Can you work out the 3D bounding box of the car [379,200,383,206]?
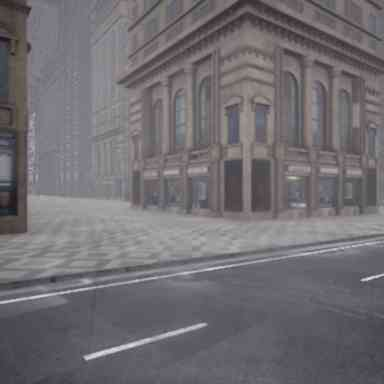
[{"bbox_3d":[34.355,1.953,58.767,1.752,1.417,4.829,0,0,-36],"label":"car"}]
